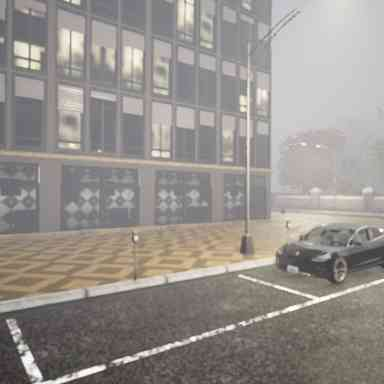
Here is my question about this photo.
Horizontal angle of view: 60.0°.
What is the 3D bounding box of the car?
[{"bbox_3d":[4.349,1.608,9.739,4.313,1.339,1.947,0,0,-35],"label":"car"}]
